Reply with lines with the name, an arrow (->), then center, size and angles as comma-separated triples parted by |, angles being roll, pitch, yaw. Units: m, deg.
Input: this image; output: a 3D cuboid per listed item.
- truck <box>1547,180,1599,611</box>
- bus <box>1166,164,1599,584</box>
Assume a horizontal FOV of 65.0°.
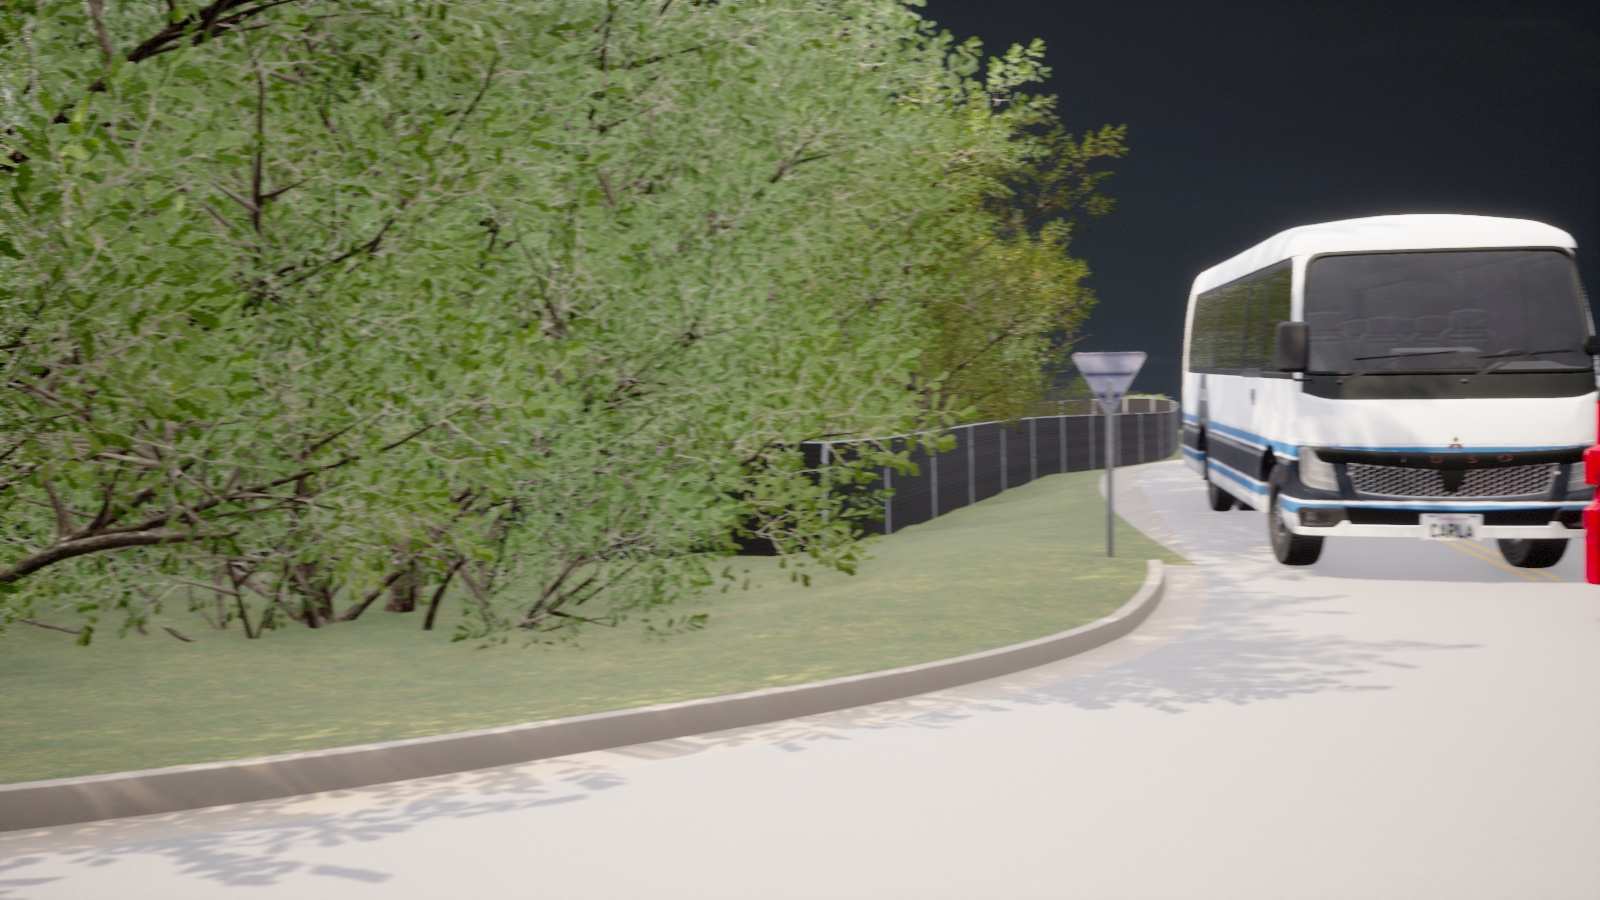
truck -> 9.068, -0.503, 7.746 | 2.891, 3.827, 8.468 | -1, 0, -8
bus -> 7.911, -1.103, 18.023 | 3.944, 4.253, 10.273 | -1, 4, 10
